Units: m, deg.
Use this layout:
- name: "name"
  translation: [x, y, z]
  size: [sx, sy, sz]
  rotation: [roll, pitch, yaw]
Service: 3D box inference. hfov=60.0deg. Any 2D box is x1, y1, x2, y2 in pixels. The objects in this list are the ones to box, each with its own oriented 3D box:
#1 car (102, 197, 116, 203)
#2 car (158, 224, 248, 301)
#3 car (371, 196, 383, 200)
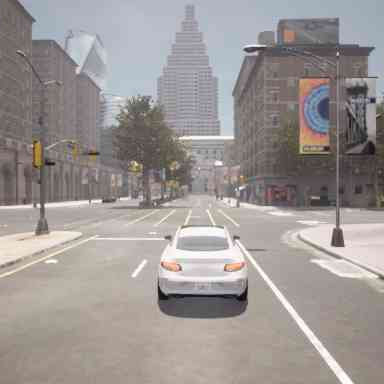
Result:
- name: "car"
  translation: [-16.791, 1.595, 67.295]
  size: [1.895, 1.301, 4.718]
  rotation: [0, 0, 1]
- name: "car"
  translation: [0.254, 1.526, 8.242]
  size: [1.812, 1.442, 4.674]
  rotation: [0, 0, 2]
- name: "car"
  translation: [35.922, 1.481, 67.540]
  size: [2.231, 1.521, 4.892]
  rotation: [0, 0, 1]
